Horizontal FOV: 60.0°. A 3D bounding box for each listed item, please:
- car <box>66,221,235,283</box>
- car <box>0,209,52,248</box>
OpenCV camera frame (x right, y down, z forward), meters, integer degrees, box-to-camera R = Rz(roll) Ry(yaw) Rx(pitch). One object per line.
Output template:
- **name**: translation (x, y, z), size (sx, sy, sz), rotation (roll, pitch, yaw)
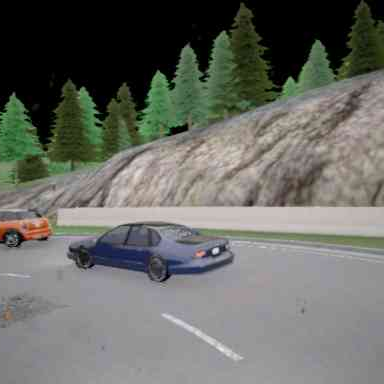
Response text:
- **car**: translation (-1.429, 1.573, 9.737), size (5.357, 1.411, 2.033), rotation (-2, 0, 36)
- **car**: translation (-9.214, 1.624, 16.010), size (4.553, 1.767, 2.097), rotation (-2, 0, 14)
